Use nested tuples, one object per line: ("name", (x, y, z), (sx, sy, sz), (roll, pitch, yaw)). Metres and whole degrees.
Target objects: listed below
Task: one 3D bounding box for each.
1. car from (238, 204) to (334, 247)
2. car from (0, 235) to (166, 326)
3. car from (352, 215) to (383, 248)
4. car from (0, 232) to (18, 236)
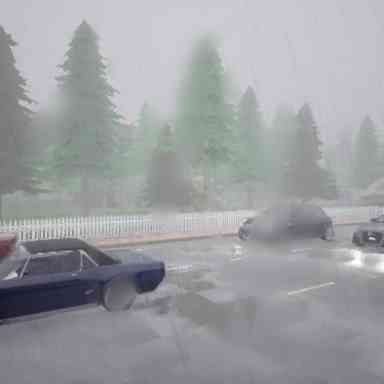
("car", (4.283, 1.354, 15.013), (4.553, 1.767, 2.097), (0, 0, -32))
("car", (-2.960, 1.601, 6.181), (4.718, 1.301, 1.895), (0, 0, -33))
("car", (8.430, 1.563, 13.481), (4.181, 1.385, 1.994), (0, 0, -31))
("car", (-6.829, 1.477, 7.824), (5.008, 1.535, 1.882), (0, 0, -33))
